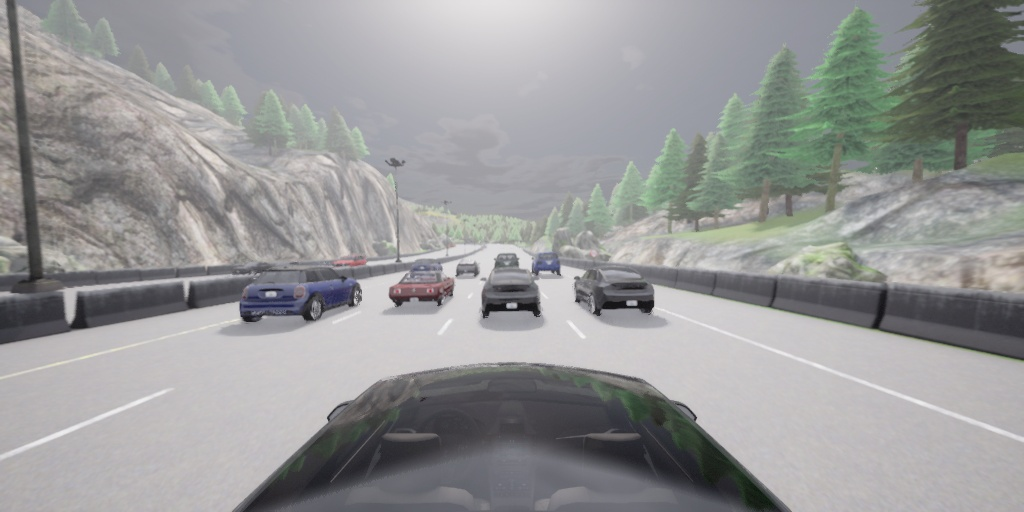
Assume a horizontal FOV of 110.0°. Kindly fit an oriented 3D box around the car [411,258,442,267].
[{"bbox_3d":[-7.452,0.975,31.648,2.097,1.767,4.553,-1,0,-1],"label":"car"}]

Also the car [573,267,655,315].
[{"bbox_3d":[3.437,1.113,12.856,1.837,1.490,4.892,-1,0,-1],"label":"car"}]

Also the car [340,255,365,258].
[{"bbox_3d":[-18.237,0.921,40.454,2.150,2.045,5.566,-1,0,-1],"label":"car"}]

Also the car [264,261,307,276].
[{"bbox_3d":[-25.228,1.340,40.197,1.837,1.490,4.892,-1,0,-1],"label":"car"}]

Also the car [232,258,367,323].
[{"bbox_3d":[-7.060,1.122,12.563,2.097,1.767,4.553,-1,0,-1],"label":"car"}]

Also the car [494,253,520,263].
[{"bbox_3d":[-0.468,0.733,32.379,2.150,2.045,5.566,-1,0,-1],"label":"car"}]

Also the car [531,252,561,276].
[{"bbox_3d":[3.029,0.679,32.513,2.150,2.045,5.566,-1,0,-1],"label":"car"}]

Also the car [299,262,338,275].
[{"bbox_3d":[-21.731,1.370,40.482,1.895,1.301,4.718,-1,0,-1],"label":"car"}]

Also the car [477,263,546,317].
[{"bbox_3d":[-0.061,1.167,12.747,1.837,1.490,4.892,-1,0,-1],"label":"car"}]

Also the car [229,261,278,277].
[{"bbox_3d":[-28.727,1.357,40.027,1.882,1.535,5.008,-1,0,-1],"label":"car"}]

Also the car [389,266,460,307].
[{"bbox_3d":[-3.612,1.297,15.302,1.895,1.301,4.718,-1,0,-1],"label":"car"}]

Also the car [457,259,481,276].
[{"bbox_3d":[-3.974,1.052,32.852,2.128,1.511,4.902,-1,0,-1],"label":"car"}]
